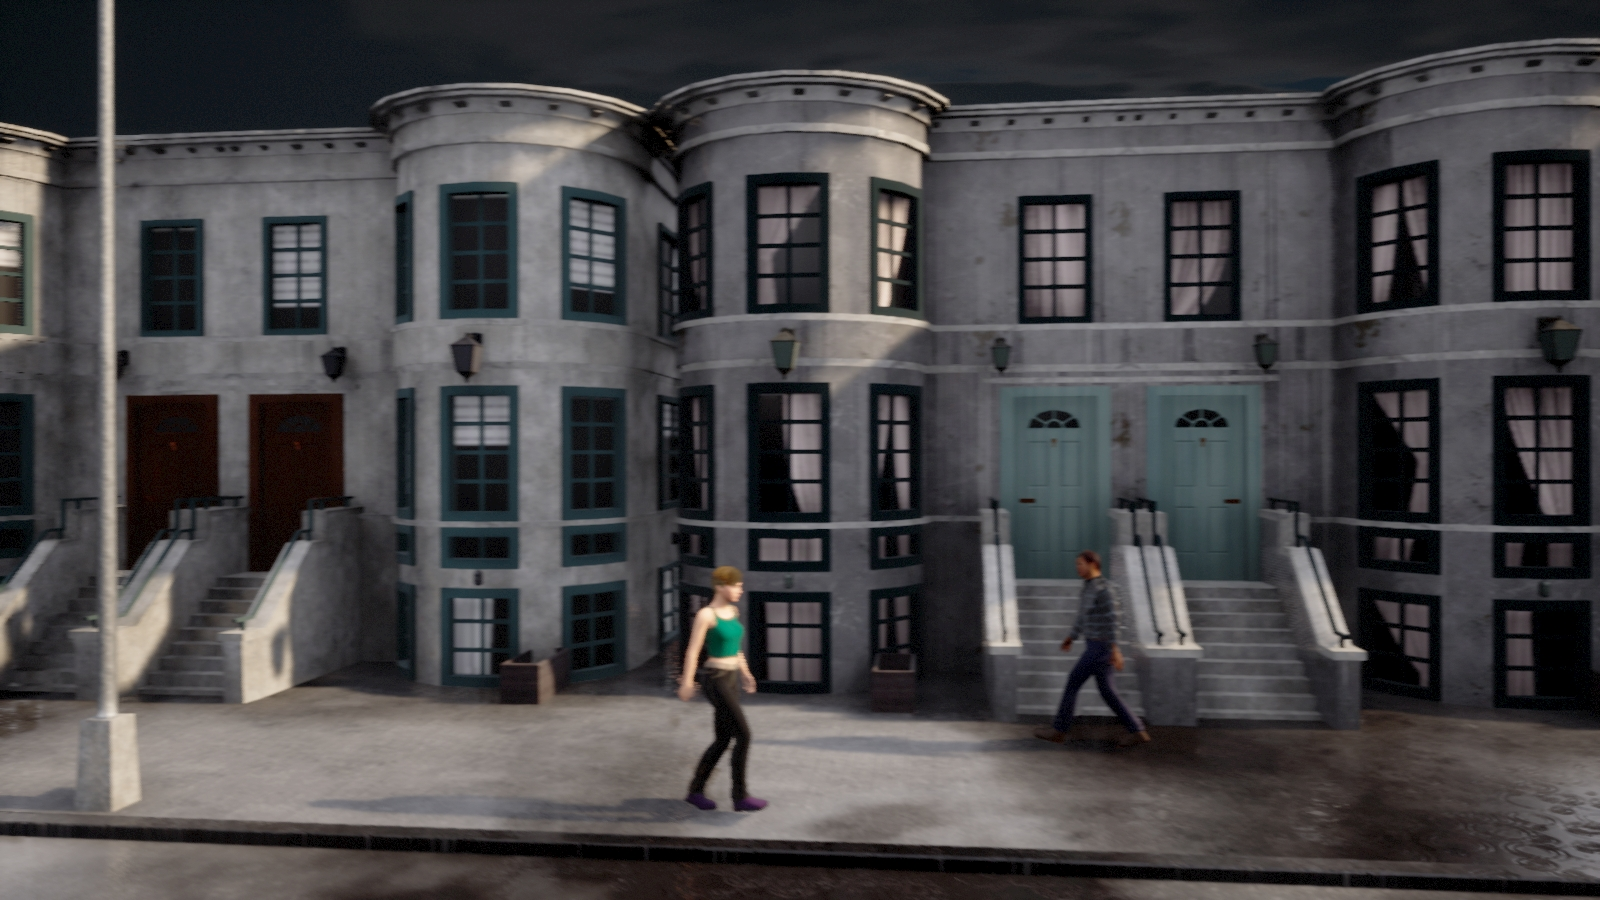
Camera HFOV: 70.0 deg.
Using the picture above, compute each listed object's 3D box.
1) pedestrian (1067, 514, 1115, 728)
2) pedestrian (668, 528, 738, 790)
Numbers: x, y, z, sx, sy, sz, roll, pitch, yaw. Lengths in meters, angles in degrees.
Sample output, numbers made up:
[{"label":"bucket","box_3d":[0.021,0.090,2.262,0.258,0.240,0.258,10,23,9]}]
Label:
[{"label":"pedestrian","box_3d":[2.609,1.519,10.274,0.375,1.860,0.375,0,0,8]},{"label":"pedestrian","box_3d":[-0.718,1.529,8.518,0.375,1.860,0.375,0,0,26]}]
